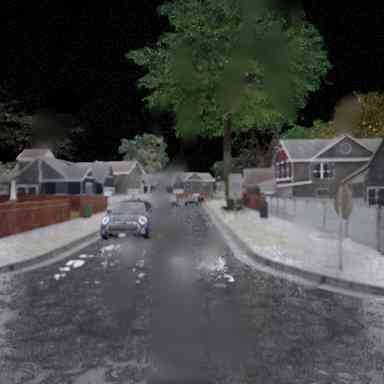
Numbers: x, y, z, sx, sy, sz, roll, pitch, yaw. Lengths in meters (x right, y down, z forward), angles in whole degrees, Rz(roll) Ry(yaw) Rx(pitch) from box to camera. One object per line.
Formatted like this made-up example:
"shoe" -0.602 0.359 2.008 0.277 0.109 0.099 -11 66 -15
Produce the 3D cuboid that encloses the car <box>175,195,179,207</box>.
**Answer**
"car" -2.794 1.108 43.671 1.837 1.490 4.892 -1 0 1

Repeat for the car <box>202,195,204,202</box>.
"car" 0.884 0.965 57.315 1.882 1.535 5.008 -1 0 13

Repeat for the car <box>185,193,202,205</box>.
"car" -0.016 1.099 46.719 2.033 1.411 5.357 -1 0 1

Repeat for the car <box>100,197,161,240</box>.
"car" -2.865 1.174 15.927 2.097 1.767 4.553 -1 0 0

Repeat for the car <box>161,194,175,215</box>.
"car" -2.863 1.212 30.248 1.837 1.490 4.892 -1 0 0
